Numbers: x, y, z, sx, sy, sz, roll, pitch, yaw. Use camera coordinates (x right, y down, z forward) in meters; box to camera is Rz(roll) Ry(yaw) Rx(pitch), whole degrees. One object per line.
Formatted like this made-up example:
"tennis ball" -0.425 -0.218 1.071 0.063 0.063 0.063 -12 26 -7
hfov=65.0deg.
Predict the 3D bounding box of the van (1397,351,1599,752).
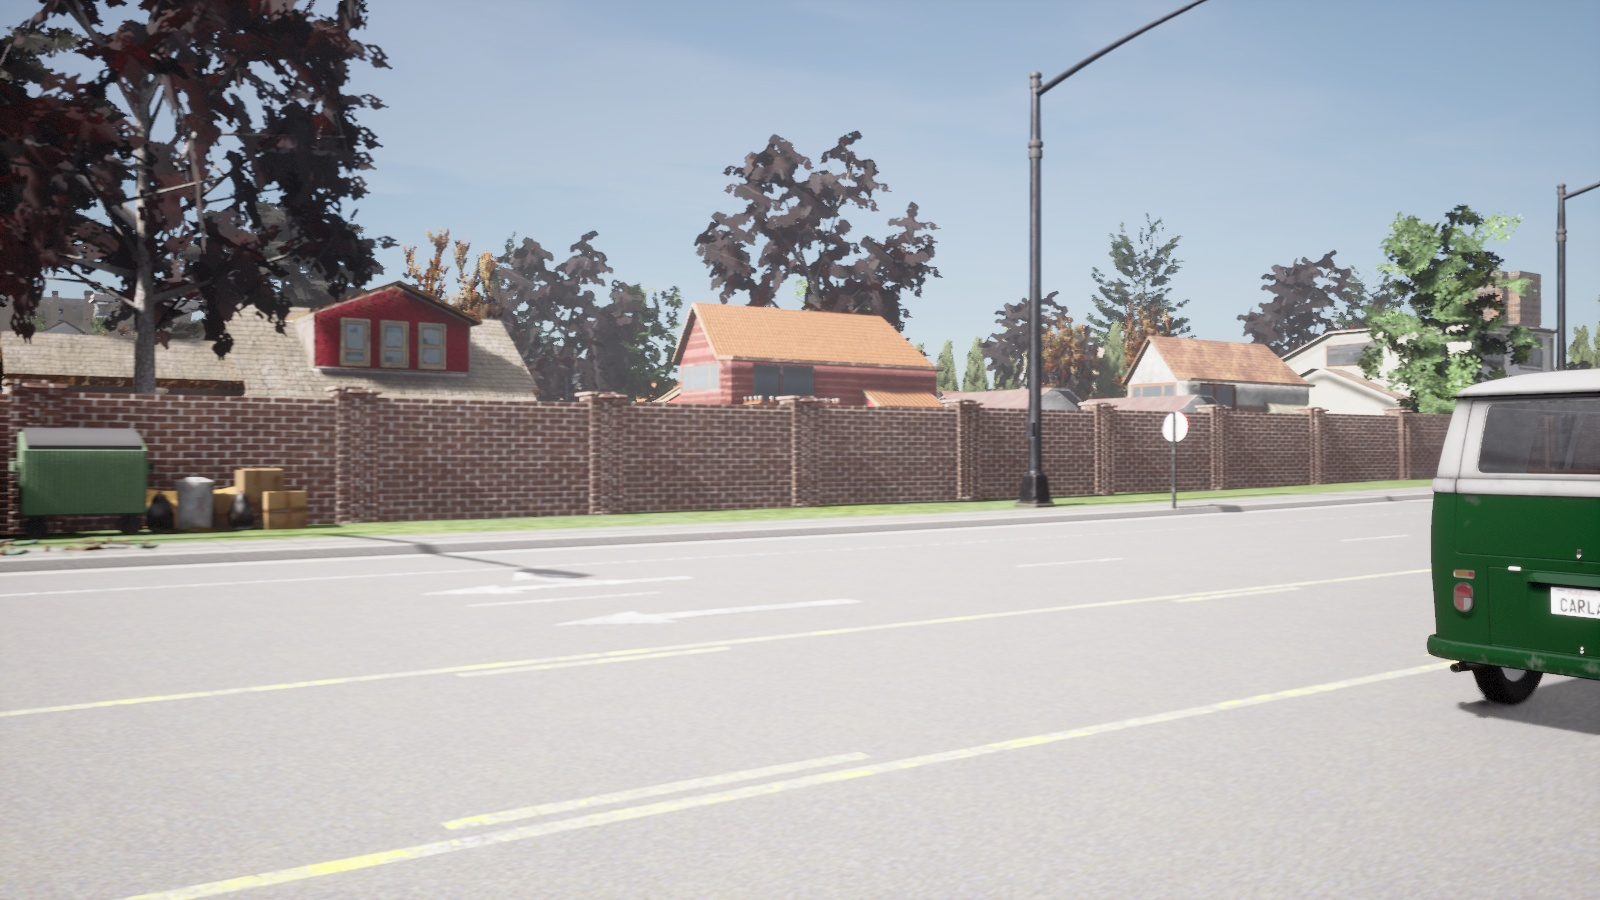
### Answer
"van" 5.705 0.499 7.631 4.442 1.987 1.775 0 0 -35
